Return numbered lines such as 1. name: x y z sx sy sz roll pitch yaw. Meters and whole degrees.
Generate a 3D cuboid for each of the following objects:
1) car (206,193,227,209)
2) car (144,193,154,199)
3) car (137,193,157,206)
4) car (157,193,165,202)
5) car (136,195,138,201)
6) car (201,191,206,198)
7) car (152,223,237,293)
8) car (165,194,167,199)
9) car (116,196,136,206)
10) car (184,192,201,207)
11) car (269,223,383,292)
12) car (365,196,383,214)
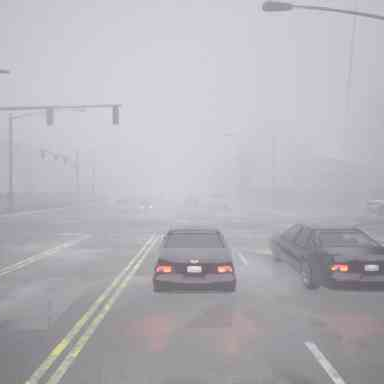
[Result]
1. car: 3.461 1.180 45.500 2.150 2.045 5.566 0 0 0
2. car: -10.754 1.002 83.612 2.033 1.411 5.357 0 1 0
3. car: -7.232 1.403 54.216 1.837 1.490 4.892 0 1 0
4. car: -7.209 1.206 68.695 1.882 1.535 5.008 0 1 0
5. car: -10.708 1.255 68.564 1.812 1.442 4.674 0 1 0
6. car: 3.230 0.943 88.878 1.895 1.301 4.718 0 1 0
7. car: 0.052 1.547 8.970 2.033 1.411 5.357 0 0 0
8. car: -7.254 1.016 83.562 1.994 1.385 4.181 0 1 0
9. car: -10.749 1.385 53.252 1.882 1.535 5.008 0 1 0
10. car: -0.051 1.283 50.171 2.097 1.767 4.553 0 0 0
11. car: 3.552 1.547 9.079 2.033 1.411 5.357 0 0 0
12. car: 21.318 1.220 35.135 5.566 2.045 2.150 0 0 -2
